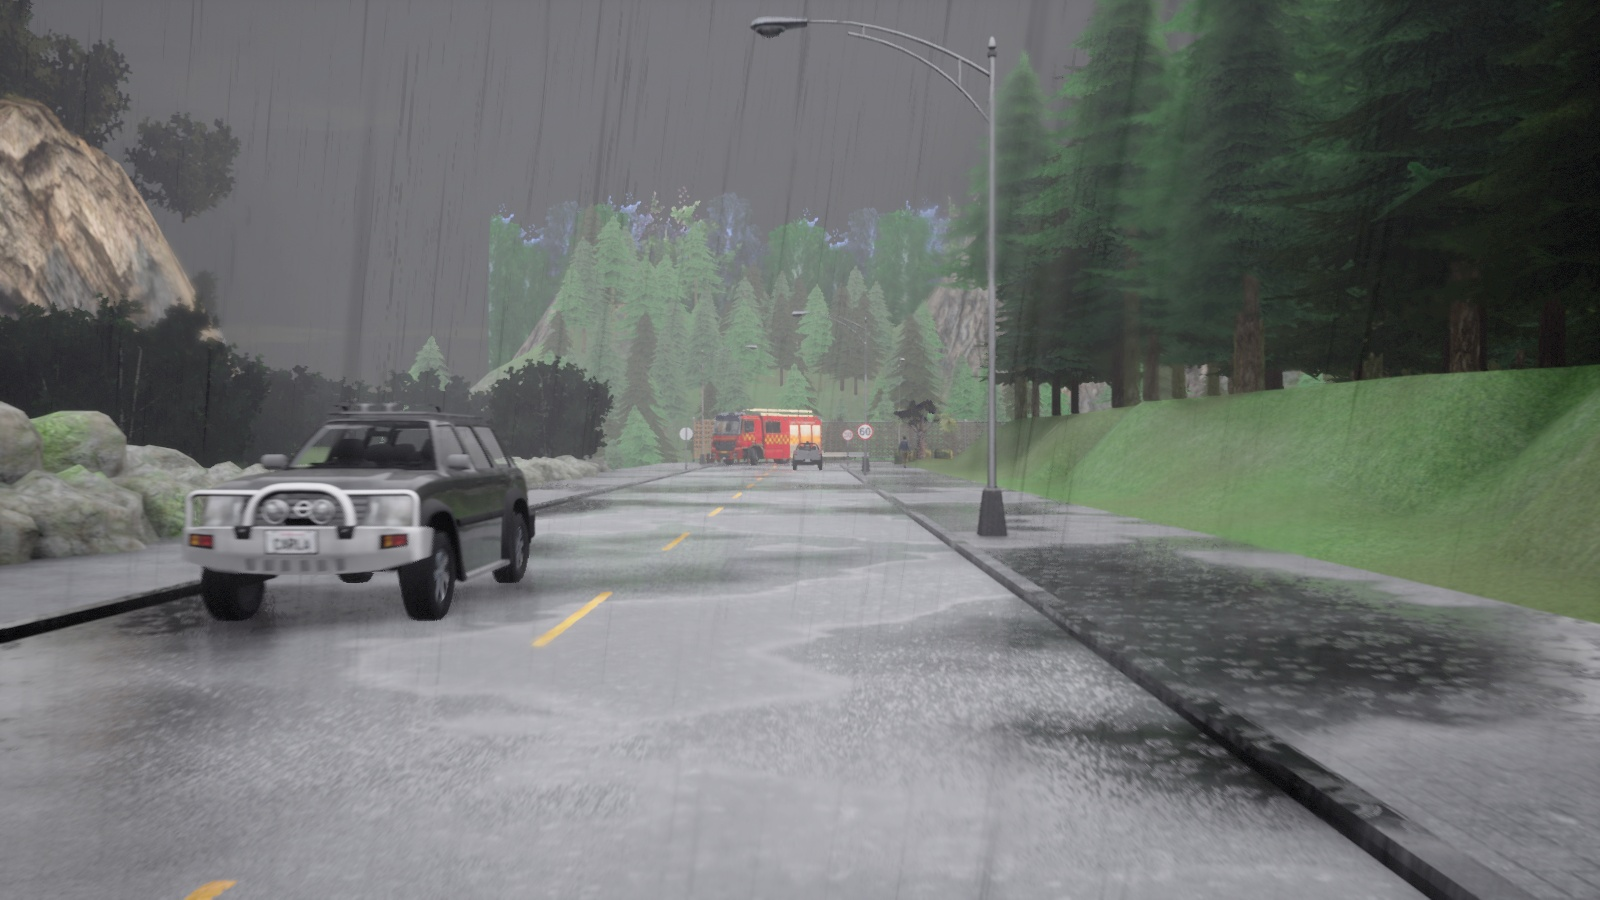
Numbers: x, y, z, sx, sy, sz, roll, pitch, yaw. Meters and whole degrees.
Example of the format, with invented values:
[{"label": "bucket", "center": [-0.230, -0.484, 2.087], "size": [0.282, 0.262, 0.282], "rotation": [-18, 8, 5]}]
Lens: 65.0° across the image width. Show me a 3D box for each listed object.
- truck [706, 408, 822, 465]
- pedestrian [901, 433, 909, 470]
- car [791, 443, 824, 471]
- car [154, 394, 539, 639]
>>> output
[{"label": "truck", "center": [-2.400, -0.911, 87.126], "size": [2.891, 3.827, 8.468], "rotation": [0, 0, 43]}, {"label": "pedestrian", "center": [5.698, 0.077, 68.058], "size": [0.423, 1.949, 0.788], "rotation": [0, 0, 2]}, {"label": "car", "center": [0.420, 0.364, 70.144], "size": [1.845, 1.501, 3.633], "rotation": [0, 0, 0]}, {"label": "car", "center": [-3.917, 0.493, 11.818], "size": [1.932, 1.855, 4.605], "rotation": [0, 0, 0]}]
